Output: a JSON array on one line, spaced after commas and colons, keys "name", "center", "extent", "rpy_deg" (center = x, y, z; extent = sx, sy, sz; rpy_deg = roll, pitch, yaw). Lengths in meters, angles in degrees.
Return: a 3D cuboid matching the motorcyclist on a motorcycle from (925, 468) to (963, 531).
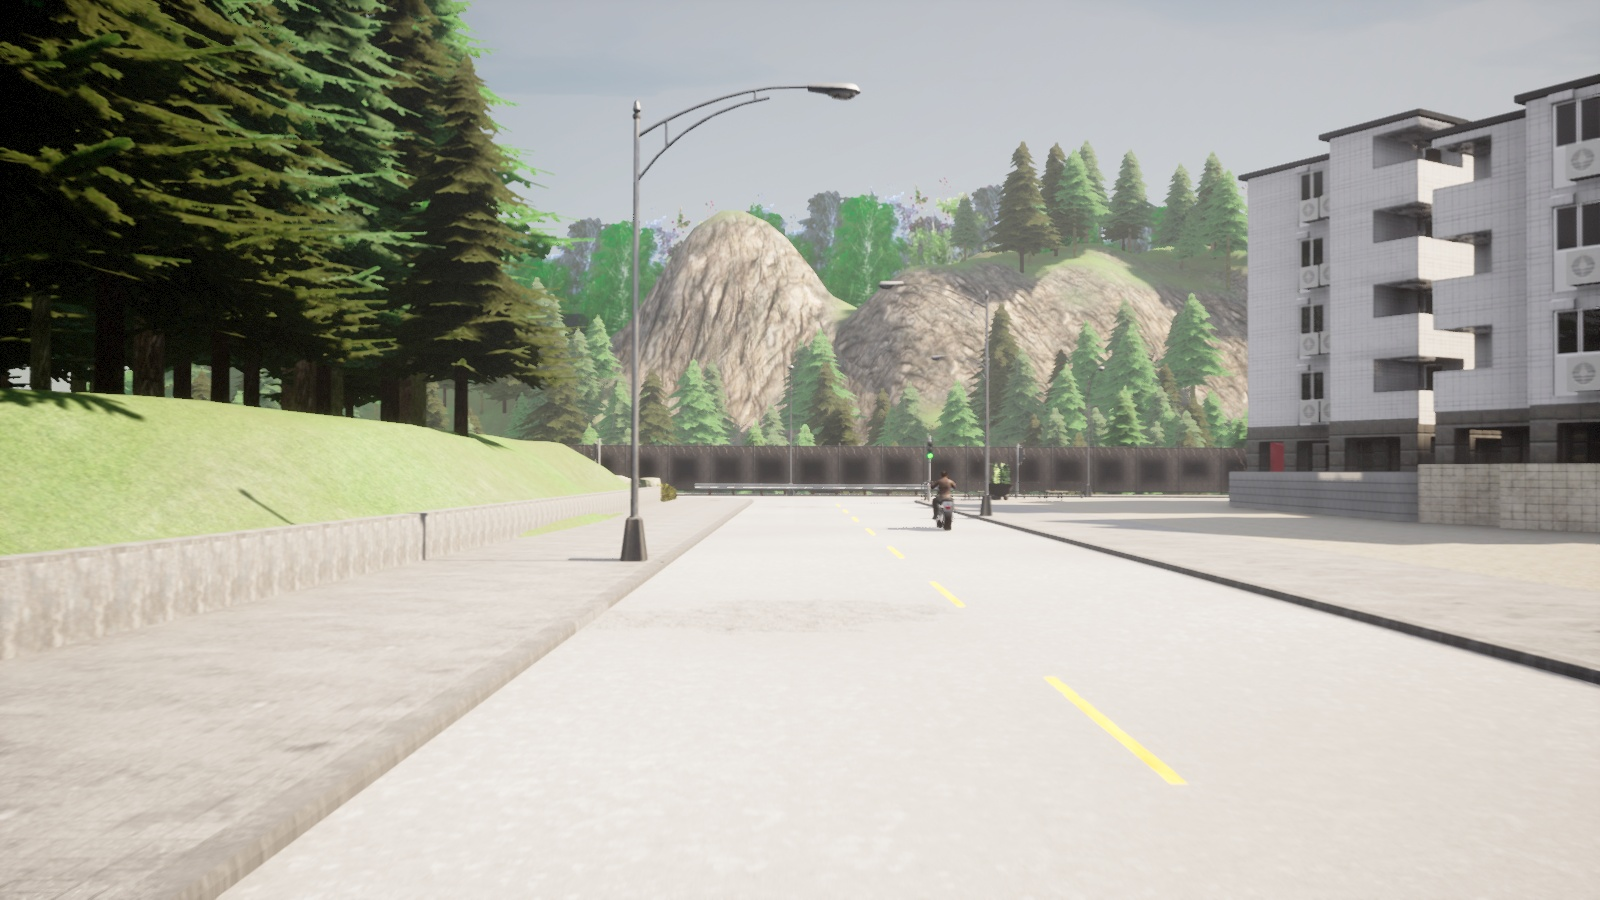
[{"name": "motorcyclist on a motorcycle", "center": [3.922, 1.325, 34.371], "extent": [0.766, 1.649, 2.350], "rpy_deg": [0, -1, 0]}]
